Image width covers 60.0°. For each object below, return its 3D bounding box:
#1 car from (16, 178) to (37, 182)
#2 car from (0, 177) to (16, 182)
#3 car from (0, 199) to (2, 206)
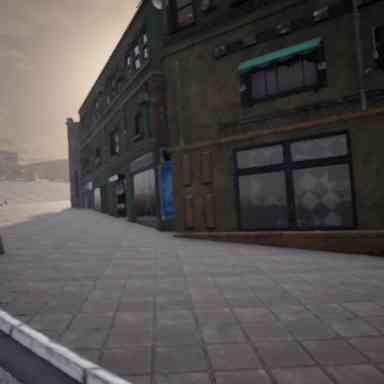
[{"bbox_3d":[-43.169,-2.718,84.966,2.002,1.452,4.674,-5,-3,33],"label":"car"},{"bbox_3d":[-46.238,-2.765,80.344,2.231,1.521,4.892,-6,-3,34],"label":"car"},{"bbox_3d":[-28.165,1.333,45.685,1.882,1.535,5.008,-4,0,-1],"label":"car"}]
